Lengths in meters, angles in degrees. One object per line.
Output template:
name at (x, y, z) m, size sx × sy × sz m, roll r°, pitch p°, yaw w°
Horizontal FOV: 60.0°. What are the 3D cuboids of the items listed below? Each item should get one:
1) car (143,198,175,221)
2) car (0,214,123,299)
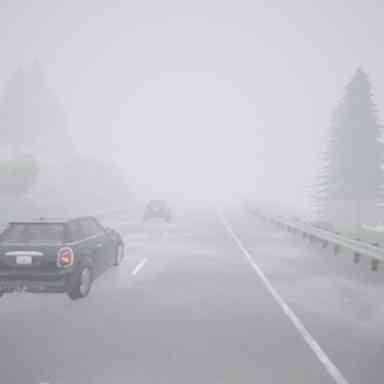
car at (-2.608, 1.357, 27.139) m, size 2.097 × 1.767 × 4.553 m, roll 0°, pitch 0°, yaw 3°
car at (-3.229, 1.351, 8.620) m, size 2.097 × 1.767 × 4.553 m, roll 0°, pitch 0°, yaw 1°
